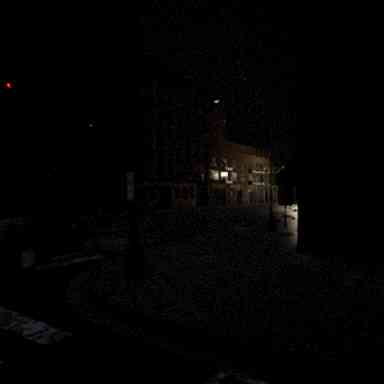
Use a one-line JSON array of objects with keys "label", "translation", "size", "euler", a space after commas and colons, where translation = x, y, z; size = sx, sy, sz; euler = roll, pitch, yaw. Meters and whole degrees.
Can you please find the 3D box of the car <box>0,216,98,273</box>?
[{"label": "car", "translation": [-5.170, 1.538, 11.168], "size": [1.882, 1.535, 5.008], "euler": [-2, -1, 17]}]
